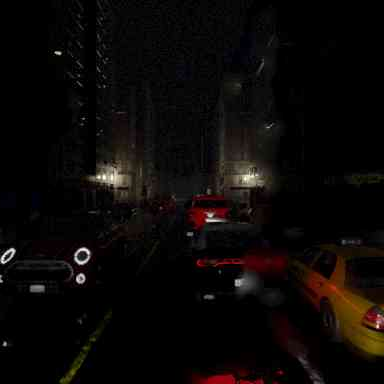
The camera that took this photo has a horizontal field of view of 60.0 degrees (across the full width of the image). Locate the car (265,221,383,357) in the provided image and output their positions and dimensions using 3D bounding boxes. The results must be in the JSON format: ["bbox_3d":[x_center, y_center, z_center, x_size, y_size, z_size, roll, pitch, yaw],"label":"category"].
[{"bbox_3d":[2.850,1.525,6.233,1.752,1.417,4.829,0,0,0],"label":"car"}]

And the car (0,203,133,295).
[{"bbox_3d":[-3.111,1.352,8.924,2.097,1.767,4.553,0,0,0],"label":"car"}]

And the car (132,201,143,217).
[{"bbox_3d":[-5.701,1.564,28.135,1.947,1.339,4.313,0,0,0],"label":"car"}]

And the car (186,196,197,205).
[{"bbox_3d":[-0.069,1.522,59.563,1.812,1.442,4.674,0,0,0],"label":"car"}]

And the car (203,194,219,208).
[{"bbox_3d":[2.800,1.312,50.252,2.192,1.841,5.009,0,0,0],"label":"car"}]

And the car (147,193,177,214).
[{"bbox_3d":[-3.052,1.219,35.132,2.150,2.045,5.566,0,0,0],"label":"car"}]

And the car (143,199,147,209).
[{"bbox_3d":[-5.720,1.579,44.711,1.802,1.307,4.206,0,0,0],"label":"car"}]

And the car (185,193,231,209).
[{"bbox_3d":[0.878,1.222,18.471,2.150,2.045,5.566,0,0,0],"label":"car"}]

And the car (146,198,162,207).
[{"bbox_3d":[-5.726,1.563,50.236,1.947,1.339,4.313,0,0,0],"label":"car"}]

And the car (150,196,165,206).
[{"bbox_3d":[-5.732,1.437,55.761,1.967,1.590,4.097,0,0,0],"label":"car"}]

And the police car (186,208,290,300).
[{"bbox_3d":[0.888,1.425,8.551,1.930,1.638,5.238,0,0,0],"label":"police car"}]

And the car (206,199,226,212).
[{"bbox_3d":[2.812,1.548,39.205,2.008,1.369,4.403,0,0,0],"label":"car"}]

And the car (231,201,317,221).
[{"bbox_3d":[2.844,1.315,11.586,2.192,1.841,5.009,0,0,0],"label":"car"}]

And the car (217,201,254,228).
[{"bbox_3d":[2.831,1.439,22.634,1.967,1.590,4.097,0,0,0],"label":"car"}]

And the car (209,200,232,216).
[{"bbox_3d":[2.819,1.549,33.681,2.008,1.369,4.403,0,0,0],"label":"car"}]

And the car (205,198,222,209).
[{"bbox_3d":[2.806,1.563,44.728,1.947,1.339,4.313,0,0,0],"label":"car"}]

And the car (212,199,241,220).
[{"bbox_3d":[2.825,1.438,28.157,1.967,1.590,4.097,0,0,0],"label":"car"}]

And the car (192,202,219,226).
[{"bbox_3d":[0.871,1.525,24.441,1.812,1.442,4.674,0,0,0],"label":"car"}]

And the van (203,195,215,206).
[{"bbox_3d":[2.794,1.338,55.776,1.690,1.788,3.998,0,0,0],"label":"van"}]

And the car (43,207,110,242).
[{"bbox_3d":[-5.688,1.544,17.085,1.887,1.381,4.507,0,0,0],"label":"car"}]

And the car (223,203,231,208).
[{"bbox_3d":[2.837,1.524,17.280,1.752,1.417,4.829,0,0,0],"label":"car"}]
